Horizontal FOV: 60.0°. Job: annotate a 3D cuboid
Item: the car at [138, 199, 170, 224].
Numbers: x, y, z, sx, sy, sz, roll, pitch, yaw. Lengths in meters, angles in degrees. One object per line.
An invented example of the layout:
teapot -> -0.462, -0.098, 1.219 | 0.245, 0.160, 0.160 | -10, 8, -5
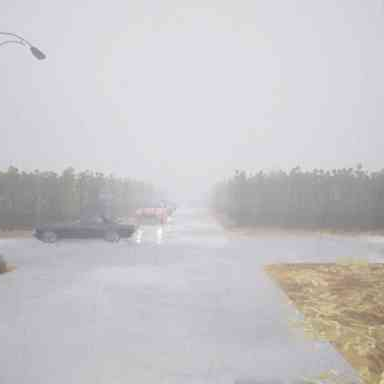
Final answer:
car -> -3.149, 1.516, 26.437 | 2.097, 1.767, 4.553 | 0, -1, 0

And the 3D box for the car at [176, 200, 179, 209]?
car -> -3.106, 1.821, 44.239 | 1.994, 1.385, 4.181 | 0, -1, 0

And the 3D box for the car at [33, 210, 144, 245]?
car -> -4.943, 1.748, 15.932 | 4.718, 1.301, 1.895 | -1, 0, 0

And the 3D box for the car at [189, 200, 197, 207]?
car -> 0.228, 2.360, 69.446 | 2.033, 1.411, 5.357 | 0, -1, 0

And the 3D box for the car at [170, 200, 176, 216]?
car -> -3.131, 1.555, 35.207 | 2.097, 1.767, 4.553 | 0, 0, 0
